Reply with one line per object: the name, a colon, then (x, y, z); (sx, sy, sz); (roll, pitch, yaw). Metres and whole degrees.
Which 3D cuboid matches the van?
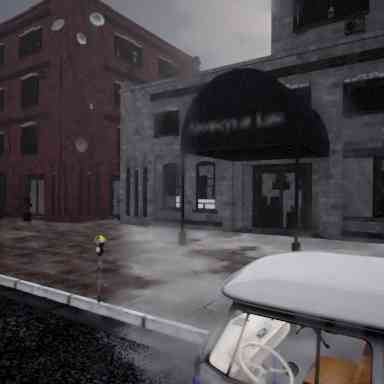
van: (1.804, 1.341, 1.617); (3.998, 1.788, 1.690); (0, 1, 34)
